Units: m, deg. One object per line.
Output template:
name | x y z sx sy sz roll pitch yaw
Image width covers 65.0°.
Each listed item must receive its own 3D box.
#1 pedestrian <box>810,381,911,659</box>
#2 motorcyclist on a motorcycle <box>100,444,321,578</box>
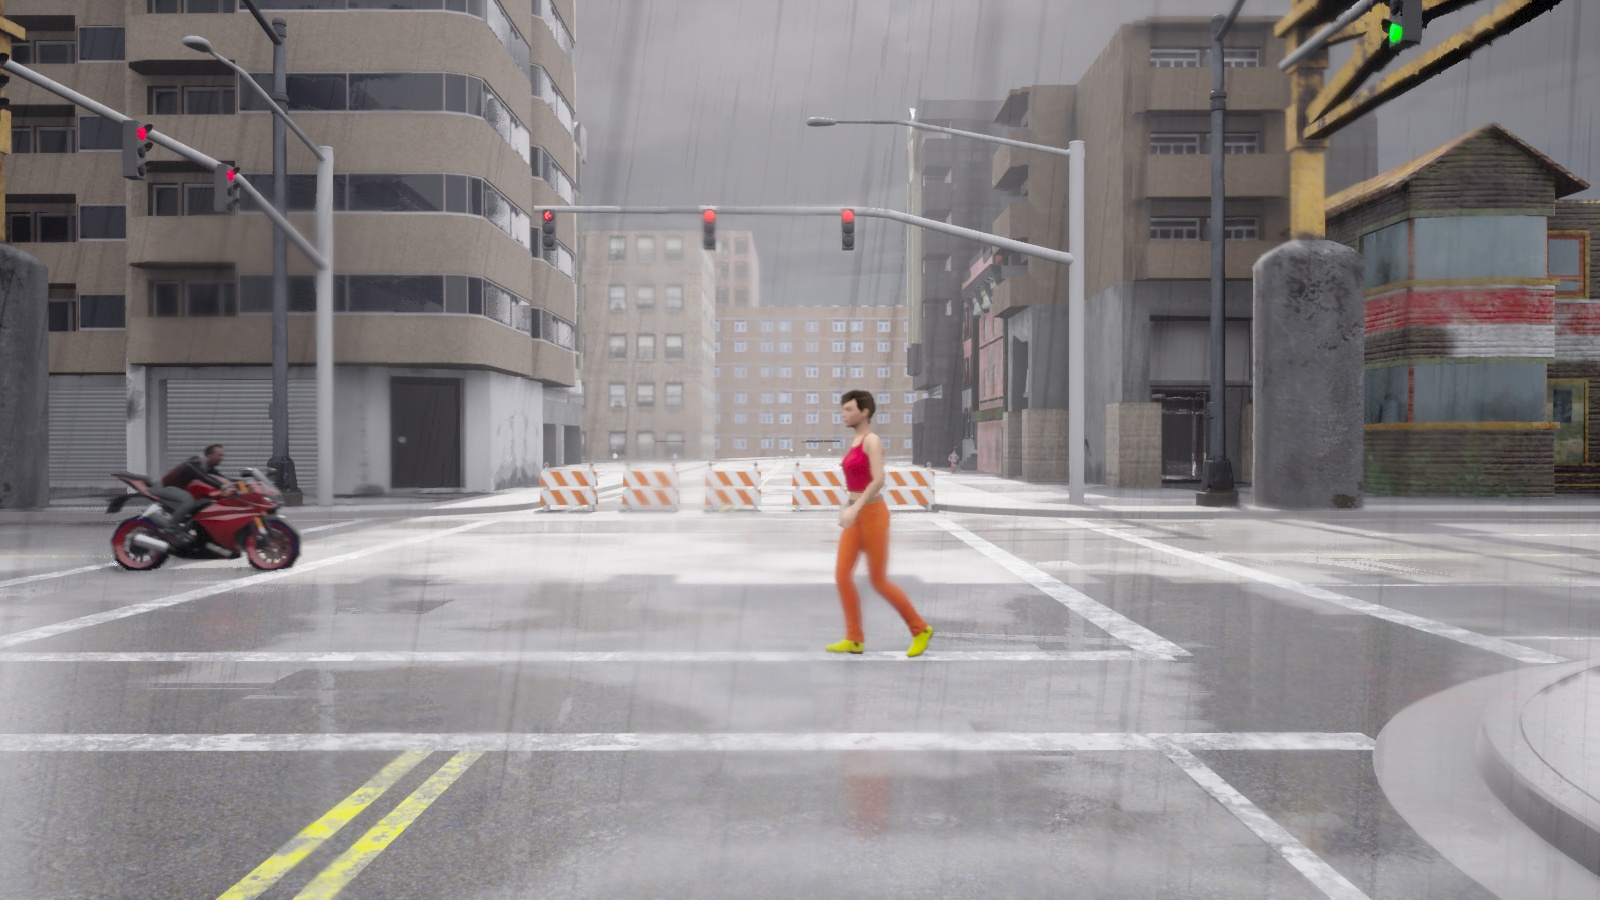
pedestrian | 0.409 0.462 8.548 0.594 1.836 0.345 0 0 -20
motorcyclist on a motorcycle | -6.887 0.693 14.748 2.191 1.530 0.866 0 0 0
